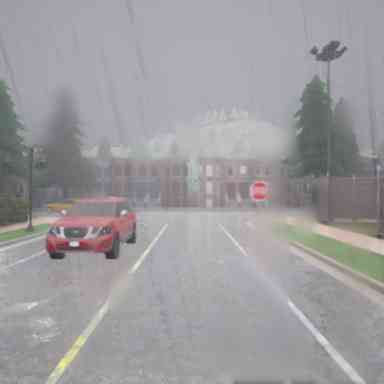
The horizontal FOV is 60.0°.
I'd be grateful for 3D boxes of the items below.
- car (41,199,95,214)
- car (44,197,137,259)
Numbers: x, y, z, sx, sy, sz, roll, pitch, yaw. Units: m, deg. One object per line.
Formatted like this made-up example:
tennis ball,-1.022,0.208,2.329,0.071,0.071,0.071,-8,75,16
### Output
car,-12.959,1.468,34.849,5.008,1.535,1.882,0,-1,6
car,-3.547,1.226,12.892,2.150,2.045,5.566,0,0,1
